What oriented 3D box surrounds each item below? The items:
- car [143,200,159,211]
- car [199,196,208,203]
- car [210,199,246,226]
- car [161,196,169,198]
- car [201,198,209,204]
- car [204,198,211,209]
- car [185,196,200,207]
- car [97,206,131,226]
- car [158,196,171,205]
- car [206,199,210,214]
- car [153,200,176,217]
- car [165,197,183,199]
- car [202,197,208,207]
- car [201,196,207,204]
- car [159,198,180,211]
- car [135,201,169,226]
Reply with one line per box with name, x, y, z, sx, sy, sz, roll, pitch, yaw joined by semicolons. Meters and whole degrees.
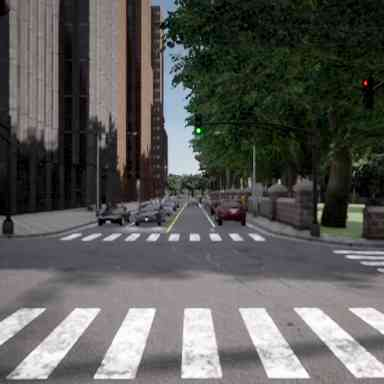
car;-5.682;1.871;46.745;1.802;1.307;4.206;0;0;0
car;2.909;1.861;84.934;2.192;1.841;5.009;0;0;0
car;2.806;1.462;24.914;2.192;1.841;5.009;0;0;0
car;-5.654;1.978;63.116;1.802;1.307;4.206;0;0;0
car;2.890;1.996;74.189;1.752;1.417;4.829;0;0;0
car;2.834;1.804;41.281;2.008;1.369;4.403;0;0;0
car;0.199;1.913;58.371;2.033;1.411;5.357;0;0;1
car;-5.719;1.712;24.917;1.947;1.339;4.313;0;0;0
car;-5.644;1.747;68.574;2.192;1.841;5.009;0;0;0
car;2.825;1.783;35.824;1.947;1.339;4.313;0;0;0
car;-3.040;1.809;34.442;1.895;1.301;4.718;0;0;0
car;-2.962;1.882;53.787;2.033;1.411;5.357;0;0;0
car;2.843;1.840;46.737;2.008;1.369;4.403;0;0;0
car;2.853;1.765;52.194;1.967;1.590;4.097;0;0;0
car;-3.017;1.832;43.644;1.994;1.385;4.181;0;0;0
car;-3.063;1.653;25.188;1.837;1.490;4.892;0;0;1
